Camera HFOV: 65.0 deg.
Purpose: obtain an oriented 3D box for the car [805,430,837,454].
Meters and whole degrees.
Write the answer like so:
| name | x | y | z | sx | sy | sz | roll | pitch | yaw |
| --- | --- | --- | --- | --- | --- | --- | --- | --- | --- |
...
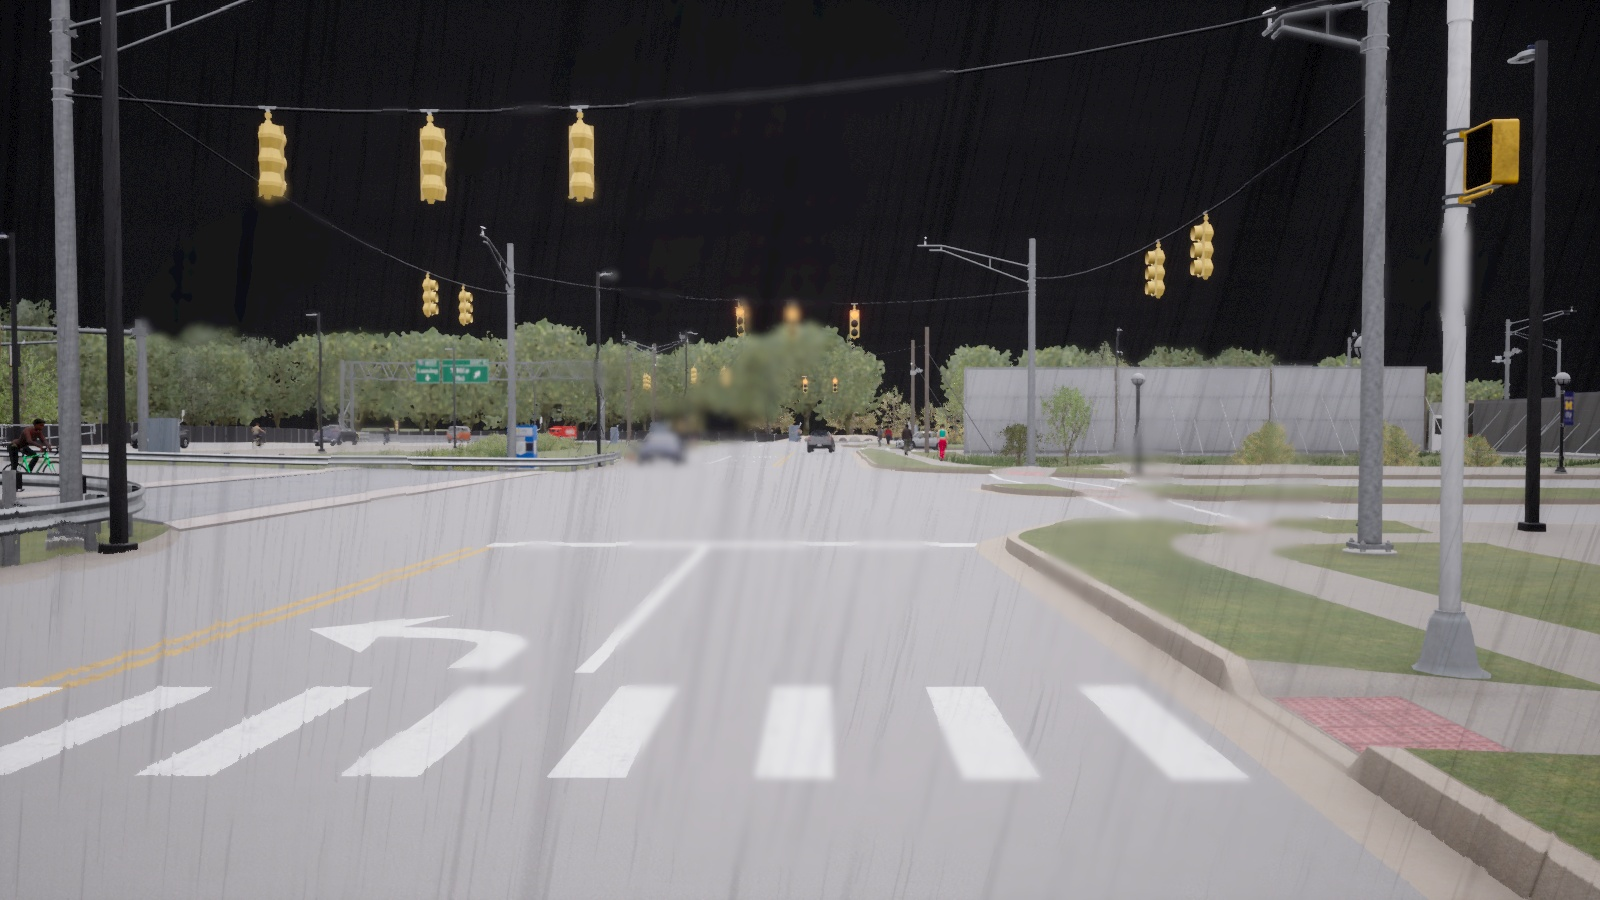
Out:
| name | x | y | z | sx | sy | sz | roll | pitch | yaw |
| --- | --- | --- | --- | --- | --- | --- | --- | --- | --- |
| car | 1.426 | -0.557 | 83.866 | 1.845 | 1.501 | 3.633 | 0 | 1 | 5 |

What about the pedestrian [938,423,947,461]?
| name | x | y | z | sx | sy | sz | roll | pitch | yaw |
| --- | --- | --- | --- | --- | --- | --- | --- | --- | --- |
| pedestrian | 6.979 | -0.395 | 61.519 | 0.345 | 1.836 | 0.594 | 0 | 2 | 0 |

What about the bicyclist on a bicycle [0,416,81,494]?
| name | x | y | z | sx | sy | sz | roll | pitch | yaw |
| --- | --- | --- | --- | --- | --- | --- | --- | --- | --- |
| bicyclist on a bicycle | -16.783 | 0.111 | 27.557 | 1.656 | 1.620 | 0.582 | -2 | 0 | 8 |

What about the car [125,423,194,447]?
| name | x | y | z | sx | sy | sz | roll | pitch | yaw |
| --- | --- | --- | --- | --- | --- | --- | --- | --- | --- |
| car | -40.516 | -0.946 | 79.601 | 2.007 | 1.525 | 4.514 | 0 | 1 | 1 |

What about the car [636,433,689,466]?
| name | x | y | z | sx | sy | sz | roll | pitch | yaw |
| --- | --- | --- | --- | --- | --- | --- | --- | --- | --- |
| car | -6.294 | -0.042 | 57.913 | 1.812 | 1.442 | 4.674 | 0 | 1 | 1 |

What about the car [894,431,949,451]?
| name | x | y | z | sx | sy | sz | roll | pitch | yaw |
| --- | --- | --- | --- | --- | --- | --- | --- | --- | --- |
| car | 9.389 | -0.709 | 97.241 | 3.806 | 1.475 | 1.970 | 1 | 2 | -9 |

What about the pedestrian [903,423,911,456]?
| name | x | y | z | sx | sy | sz | roll | pitch | yaw |
| --- | --- | --- | --- | --- | --- | --- | --- | --- | --- |
| pedestrian | 6.070 | -0.607 | 71.314 | 0.431 | 1.840 | 0.703 | 0 | 2 | 5 |
